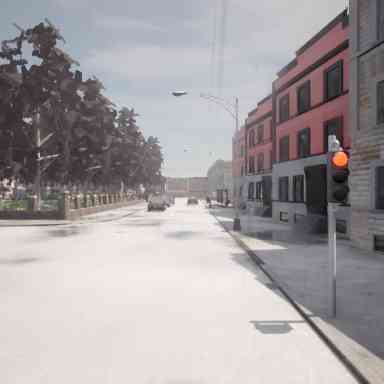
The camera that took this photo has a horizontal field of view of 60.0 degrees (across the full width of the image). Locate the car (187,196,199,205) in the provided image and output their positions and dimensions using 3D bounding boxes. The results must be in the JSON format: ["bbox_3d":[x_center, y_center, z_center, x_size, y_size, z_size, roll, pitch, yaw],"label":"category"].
[{"bbox_3d":[0.141,1.526,59.719,1.812,1.442,4.674,0,0,0],"label":"car"}]

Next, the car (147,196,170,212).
[{"bbox_3d":[-4.080,1.478,39.323,1.882,1.535,5.008,0,0,0],"label":"car"}]

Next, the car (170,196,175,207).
[{"bbox_3d":[-4.074,1.547,49.223,2.033,1.411,5.357,0,0,0],"label":"car"}]

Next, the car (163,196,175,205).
[{"bbox_3d":[-4.039,1.505,59.622,1.837,1.490,4.892,0,0,0],"label":"car"}]
